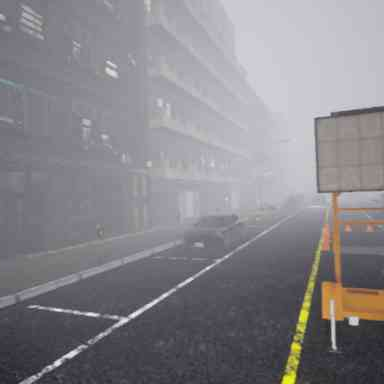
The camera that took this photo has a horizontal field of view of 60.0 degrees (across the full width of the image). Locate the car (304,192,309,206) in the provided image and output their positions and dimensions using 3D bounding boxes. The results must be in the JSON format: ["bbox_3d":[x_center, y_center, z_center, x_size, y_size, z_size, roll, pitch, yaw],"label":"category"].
[{"bbox_3d":[14.331,1.089,45.779,2.192,1.841,5.009,-2,0,23],"label":"car"}]

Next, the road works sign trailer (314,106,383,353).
[{"bbox_3d":[3.371,0.375,5.526,2.380,3.560,2.880,-2,0,23],"label":"road works sign trailer"}]

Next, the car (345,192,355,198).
[{"bbox_3d":[37.470,0.652,78.809,1.887,1.381,4.507,-2,0,23],"label":"car"}]

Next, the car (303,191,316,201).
[{"bbox_3d":[25.350,0.842,71.716,2.192,1.841,5.009,-2,0,23],"label":"car"}]

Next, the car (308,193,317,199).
[{"bbox_3d":[29.765,0.972,82.090,1.887,1.381,4.507,-2,0,23],"label":"car"}]

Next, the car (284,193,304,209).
[{"bbox_3d":[12.131,1.262,40.591,1.967,1.590,4.097,-2,0,23],"label":"car"}]

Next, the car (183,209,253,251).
[{"bbox_3d":[1.117,1.630,14.651,1.947,1.339,4.313,-2,0,23],"label":"car"}]

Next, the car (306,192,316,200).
[{"bbox_3d":[27.557,0.917,76.902,1.967,1.590,4.097,-2,0,23],"label":"car"}]

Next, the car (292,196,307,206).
[{"bbox_3d":[16.544,1.306,50.965,1.802,1.307,4.206,-2,0,23],"label":"car"}]

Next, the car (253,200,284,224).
[{"bbox_3d":[5.457,1.495,24.870,1.752,1.417,4.829,-2,0,23],"label":"car"}]

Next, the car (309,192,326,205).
[{"bbox_3d":[18.693,1.120,49.158,2.128,1.511,4.902,-2,0,23],"label":"car"}]

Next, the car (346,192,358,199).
[{"bbox_3d":[33.128,0.731,68.591,1.752,1.417,4.829,-2,0,23],"label":"car"}]

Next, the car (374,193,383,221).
[{"bbox_3d":[13.222,0.963,21.747,2.192,1.841,5.009,-2,0,23],"label":"car"}]
